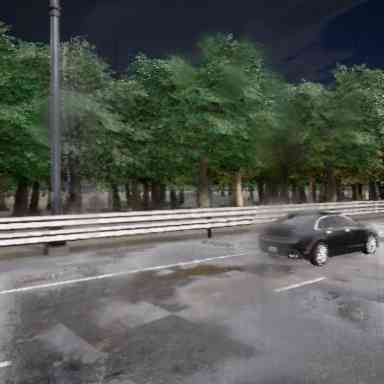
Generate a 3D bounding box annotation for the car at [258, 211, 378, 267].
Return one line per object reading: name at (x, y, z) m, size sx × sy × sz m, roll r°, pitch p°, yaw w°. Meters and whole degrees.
car at (4.353, 1.418, 11.169) m, size 4.892 × 1.490 × 1.837 m, roll -1°, pitch 0°, yaw -35°
